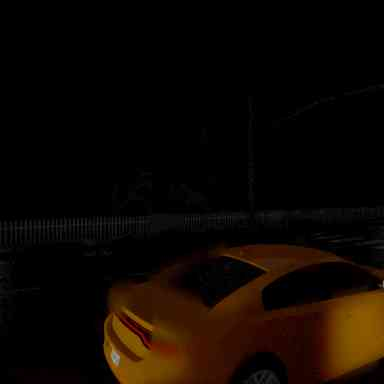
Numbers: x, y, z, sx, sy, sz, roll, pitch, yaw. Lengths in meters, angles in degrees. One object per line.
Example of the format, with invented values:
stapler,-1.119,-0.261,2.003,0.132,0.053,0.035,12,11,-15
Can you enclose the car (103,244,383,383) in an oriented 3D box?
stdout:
car,1.377,1.478,4.560,5.008,1.535,1.882,0,0,-30
